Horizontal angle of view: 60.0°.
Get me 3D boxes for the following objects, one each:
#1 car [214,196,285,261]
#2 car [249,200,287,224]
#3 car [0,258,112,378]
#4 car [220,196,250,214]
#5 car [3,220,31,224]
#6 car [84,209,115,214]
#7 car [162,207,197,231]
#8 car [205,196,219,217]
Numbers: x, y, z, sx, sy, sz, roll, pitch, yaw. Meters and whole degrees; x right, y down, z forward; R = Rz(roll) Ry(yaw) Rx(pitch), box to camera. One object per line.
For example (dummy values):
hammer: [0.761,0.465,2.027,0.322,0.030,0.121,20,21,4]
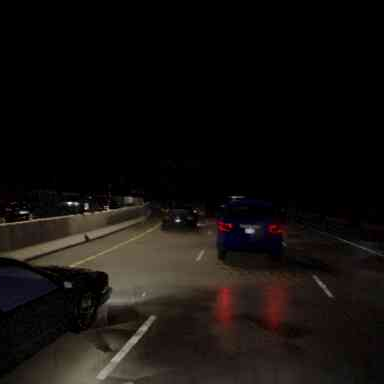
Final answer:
car: [2.199,1.331,13.062,2.150,2.045,5.566,2,0,8]
car: [6.458,1.637,28.762,2.097,1.767,4.553,2,0,-2]
car: [-2.879,1.484,3.882,2.033,1.411,5.357,2,0,12]
car: [5.348,1.526,42.056,2.150,2.045,5.566,2,0,-9]
car: [-11.401,1.272,20.239,1.837,1.490,4.892,2,0,3]
car: [-7.784,1.250,28.755,2.097,1.767,4.553,2,0,-2]
car: [-0.702,1.626,21.087,1.994,1.385,4.181,2,0,3]
car: [2.697,1.424,34.046,2.150,2.045,5.566,2,0,-4]
